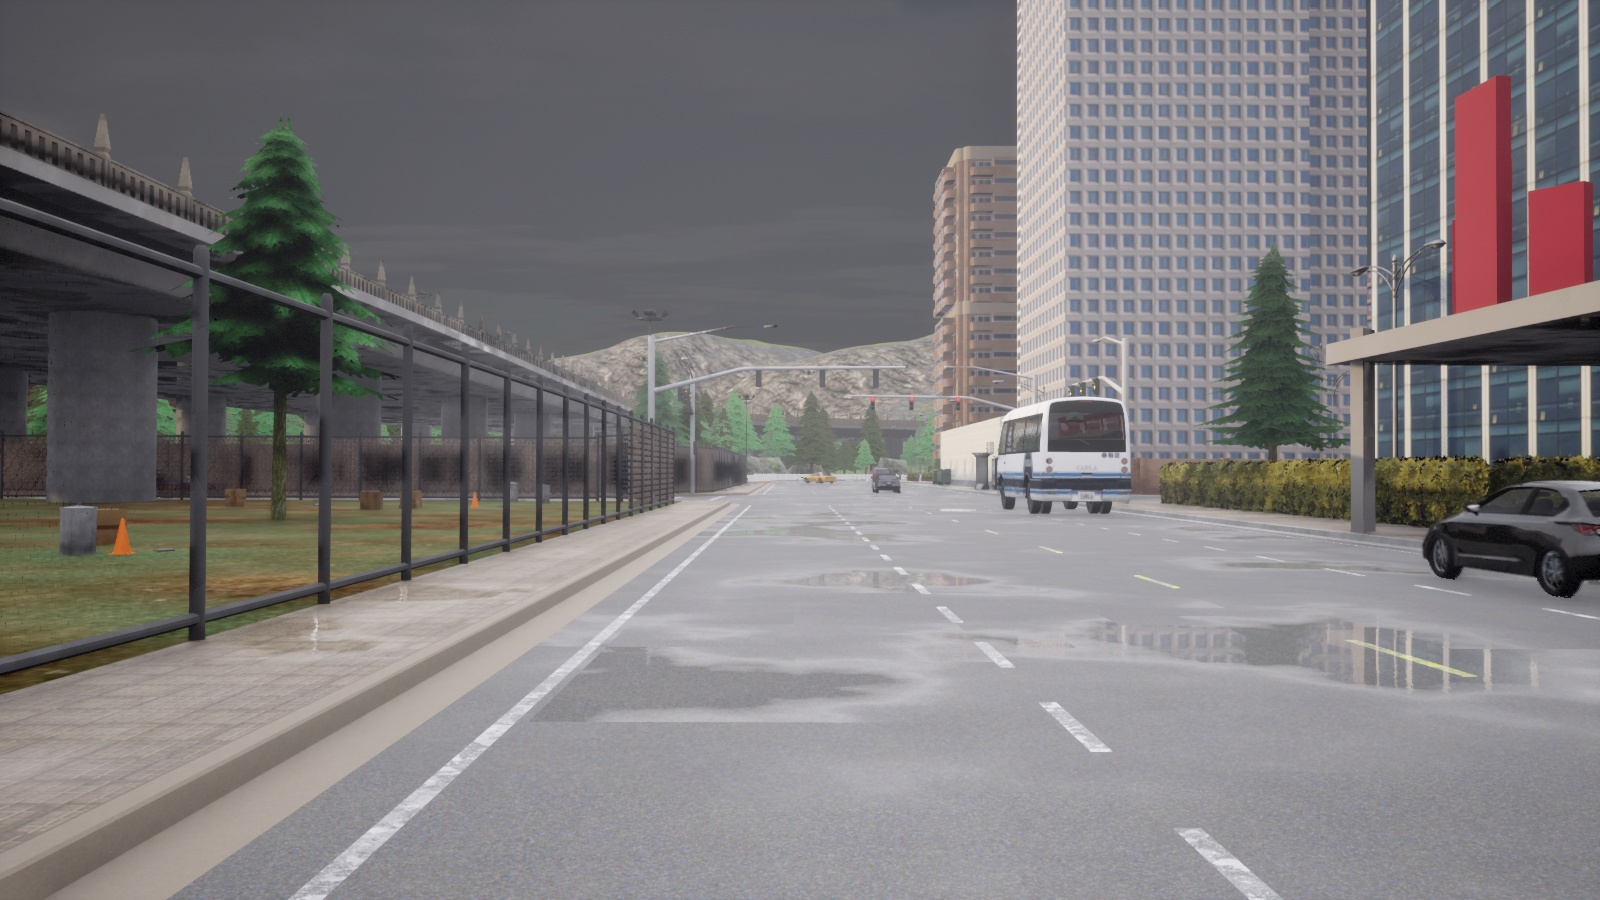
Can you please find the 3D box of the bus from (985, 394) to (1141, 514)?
[{"bbox_3d":[10.096,0.232,49.782,3.944,4.253,10.273,0,-1,0],"label":"bus"}]

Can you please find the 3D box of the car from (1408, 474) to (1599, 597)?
[{"bbox_3d":[10.363,1.078,17.370,1.816,1.474,4.193,0,-1,0],"label":"car"}]

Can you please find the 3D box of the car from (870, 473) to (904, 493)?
[{"bbox_3d":[6.271,2.368,91.410,2.033,1.411,5.357,0,-1,-1],"label":"car"}]

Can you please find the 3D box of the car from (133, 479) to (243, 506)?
[{"bbox_3d":[-31.281,2.173,64.290,4.718,1.301,1.895,0,-1,-1],"label":"car"}]
